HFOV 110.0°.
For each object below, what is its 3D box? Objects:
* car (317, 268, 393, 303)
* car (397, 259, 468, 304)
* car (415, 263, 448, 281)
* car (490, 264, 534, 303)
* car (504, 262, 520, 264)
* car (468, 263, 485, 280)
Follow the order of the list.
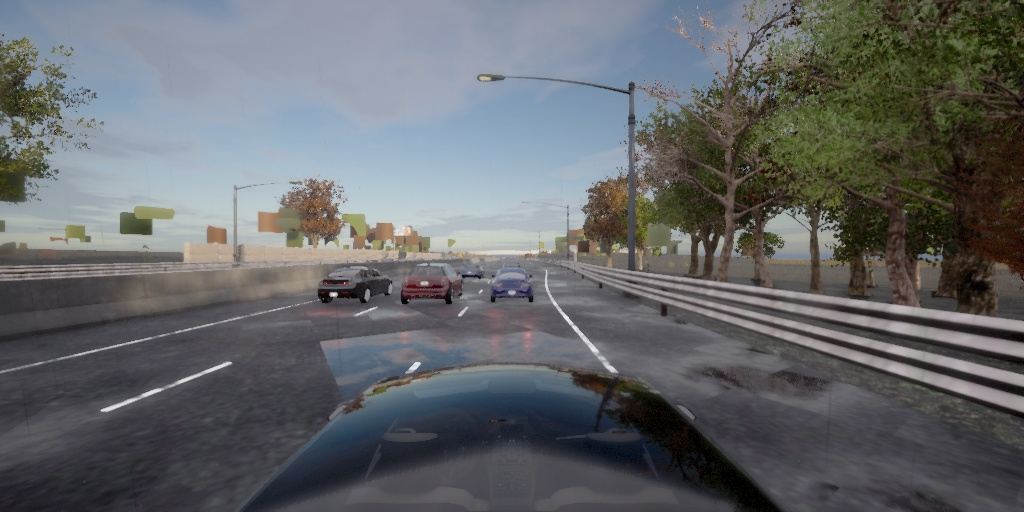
[{"bbox_3d":[-7.000,1.266,16.501,1.837,1.490,4.892,0,0,0],"label":"car"},{"bbox_3d":[-3.500,1.116,16.471,2.097,1.767,4.553,0,0,0],"label":"car"},{"bbox_3d":[-7.000,1.331,31.501,1.994,1.385,4.181,0,0,0],"label":"car"},{"bbox_3d":[0.000,1.283,16.501,1.812,1.442,4.674,0,0,0],"label":"car"},{"bbox_3d":[0.000,1.276,31.501,1.837,1.490,4.892,0,0,0],"label":"car"},{"bbox_3d":[-3.500,1.332,31.501,1.994,1.385,4.181,0,0,0],"label":"car"}]
